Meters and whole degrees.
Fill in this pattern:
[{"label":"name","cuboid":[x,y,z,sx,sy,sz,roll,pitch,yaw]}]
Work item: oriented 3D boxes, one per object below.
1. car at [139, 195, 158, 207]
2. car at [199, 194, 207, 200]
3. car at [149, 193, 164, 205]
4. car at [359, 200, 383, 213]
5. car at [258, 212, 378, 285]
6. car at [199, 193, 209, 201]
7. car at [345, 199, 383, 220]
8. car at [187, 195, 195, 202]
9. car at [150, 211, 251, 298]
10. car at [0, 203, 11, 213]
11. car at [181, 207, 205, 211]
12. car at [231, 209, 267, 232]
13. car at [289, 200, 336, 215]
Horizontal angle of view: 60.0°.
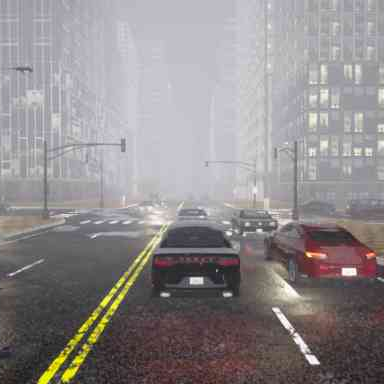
[{"label":"car","cuboid":[-6.753,1.527,50.662,1.994,1.385,4.181,0,0,0]},{"label":"car","cuboid":[2.961,1.266,90.358,2.128,1.511,4.902,0,0,0]},{"label":"car","cuboid":[-6.768,1.175,59.694,2.150,2.045,5.566,0,0,0]},{"label":"car","cuboid":[21.690,1.643,37.497,4.829,1.417,1.752,1,0,1]},{"label":"car","cuboid":[3.321,1.521,9.332,1.812,1.442,4.674,0,0,0]},{"label":"car","cuboid":[2.995,1.142,79.970,2.150,2.045,5.566,0,0,0]},{"label":"car","cuboid":[16.107,1.519,29.193,5.009,1.841,2.192,1,0,1]},{"label":"car","cuboid":[-0.243,1.431,76.305,1.837,1.490,4.892,0,0,0]},{"label":"car","cuboid":[0.068,1.474,8.567,1.882,1.535,5.008,0,0,0]},{"label":"car","cuboid":[-20.084,1.364,32.263,4.674,1.442,1.812,1,1,1]},{"label":"car","cuboid":[0.039,1.537,18.388,2.033,1.411,5.357,0,0,0]},{"label":"car","cuboid":[3.291,1.591,18.451,1.895,1.301,4.718,0,0,0]},{"label":"car","cuboid":[12.684,1.604,35.142,4.674,1.442,1.812,1,1,3]}]
